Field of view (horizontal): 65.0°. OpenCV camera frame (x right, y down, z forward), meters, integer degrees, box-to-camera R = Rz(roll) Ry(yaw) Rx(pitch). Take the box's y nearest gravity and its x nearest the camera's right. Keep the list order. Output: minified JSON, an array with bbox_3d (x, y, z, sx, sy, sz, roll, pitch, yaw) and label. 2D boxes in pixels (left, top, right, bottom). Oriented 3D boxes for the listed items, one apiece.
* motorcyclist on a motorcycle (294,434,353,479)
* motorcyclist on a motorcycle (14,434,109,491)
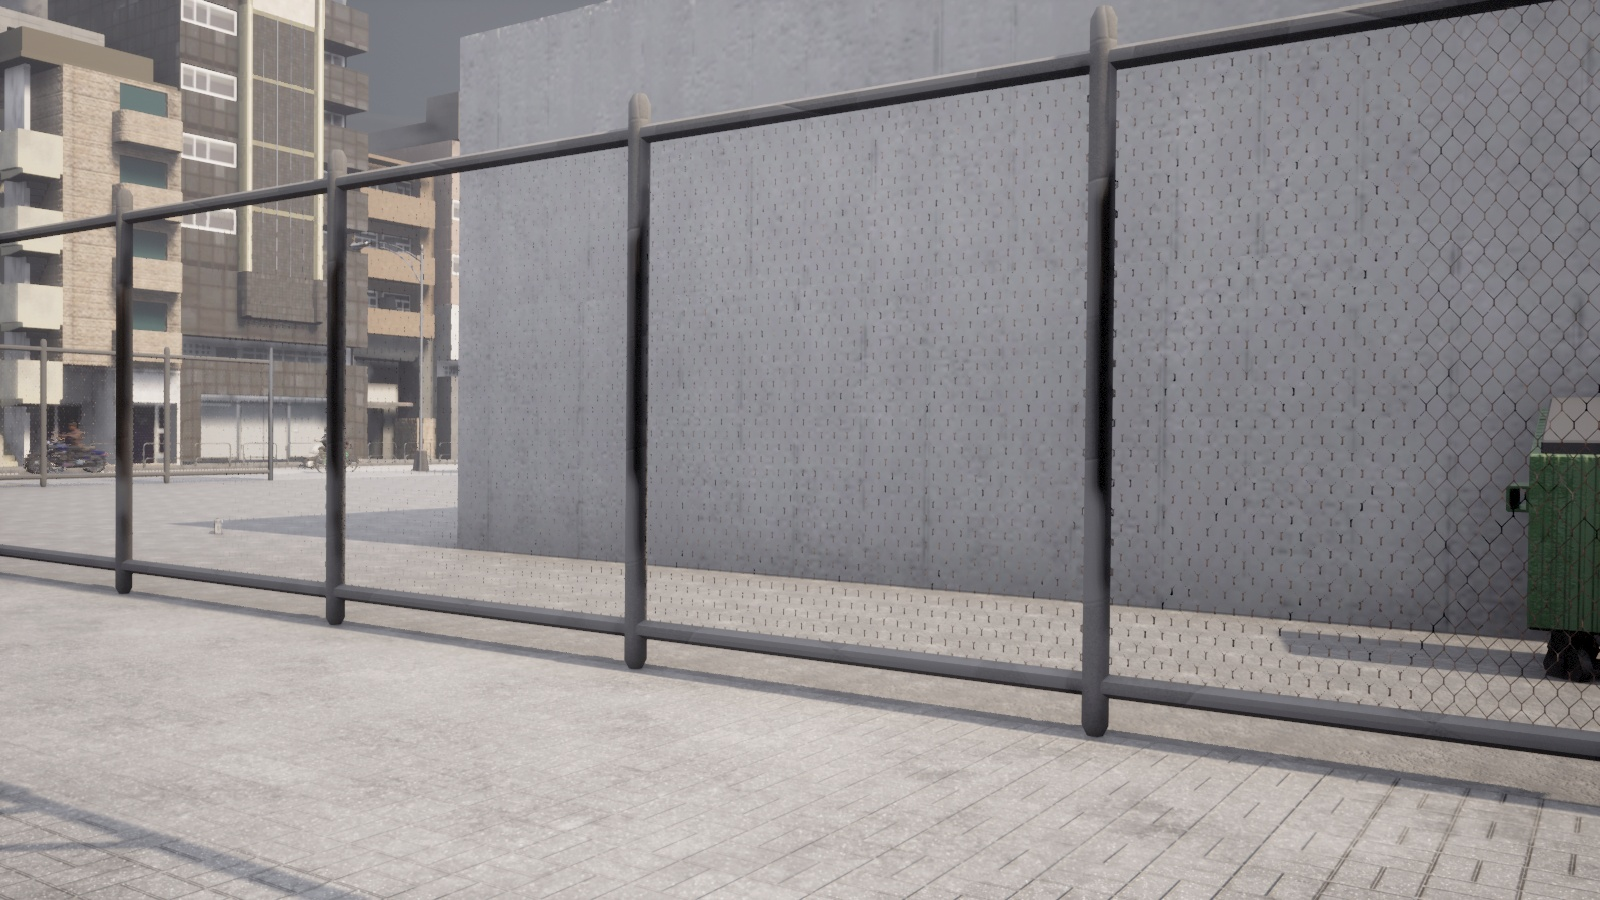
[{"bbox_3d":[-17.338,0.214,45.732,0.866,1.590,1.817,0,1,34],"label":"motorcyclist on a motorcycle"},{"bbox_3d":[-22.385,0.361,38.112,0.766,1.649,2.350,0,1,33],"label":"motorcyclist on a motorcycle"}]
